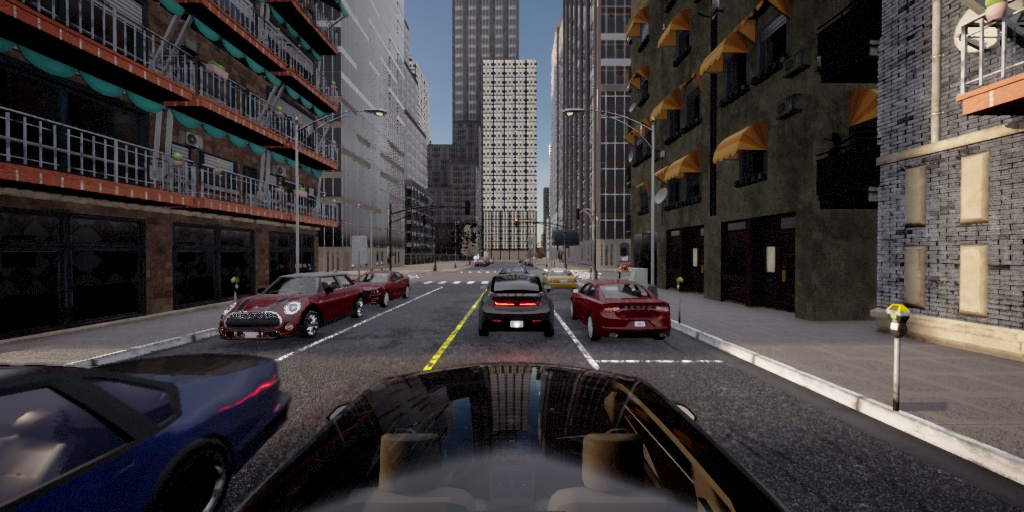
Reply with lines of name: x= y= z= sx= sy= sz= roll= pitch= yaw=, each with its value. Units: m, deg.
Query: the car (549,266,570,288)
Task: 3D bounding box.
car: x=2.709 y=1.272 z=20.988 sx=1.751 sy=1.417 sz=4.829 roll=0 pitch=0 yaw=0

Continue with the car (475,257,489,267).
car: x=-5.627 y=1.291 z=64.354 sx=1.888 sy=1.381 sz=4.507 roll=0 pitch=0 yaw=0

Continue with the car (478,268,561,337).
car: x=0.108 y=1.253 z=10.323 sx=1.837 sy=1.490 sz=4.892 roll=0 pitch=0 yaw=0

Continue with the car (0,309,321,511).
car: x=-3.100 y=1.298 z=1.174 sx=2.033 sy=1.411 sz=5.357 roll=0 pitch=0 yaw=0

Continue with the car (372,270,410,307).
car: x=-5.678 y=1.293 z=15.317 sx=1.888 sy=1.381 sz=4.507 roll=0 pitch=0 yaw=0

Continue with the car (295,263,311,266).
car: x=-23.796 y=1.494 z=39.666 sx=4.097 sy=1.591 sz=1.967 roll=0 pitch=0 yaw=0

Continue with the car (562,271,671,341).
car: x=2.698 y=1.294 z=9.771 sx=1.888 sy=1.381 sz=4.507 roll=0 pitch=0 yaw=0

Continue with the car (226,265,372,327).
car: x=-5.684 y=1.188 z=9.793 sx=1.967 sy=1.591 sz=4.097 roll=0 pitch=0 yaw=0

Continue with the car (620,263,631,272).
car: x=14.301 y=1.005 z=39.948 sx=4.507 sy=1.381 sz=1.888 roll=0 pitch=0 yaw=0

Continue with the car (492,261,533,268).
car: x=0.118 y=1.239 z=20.456 sx=2.128 sy=1.511 sz=4.902 roll=0 pitch=0 yaw=0

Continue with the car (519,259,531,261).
car: x=2.753 y=1.185 z=64.344 sx=1.967 sy=1.591 sz=4.097 roll=0 pitch=0 yaw=0
